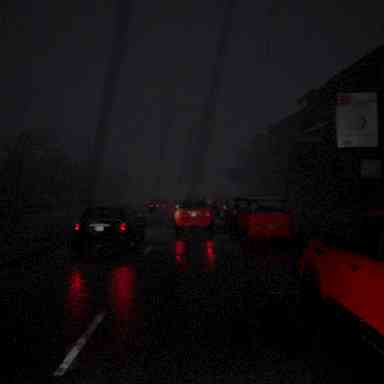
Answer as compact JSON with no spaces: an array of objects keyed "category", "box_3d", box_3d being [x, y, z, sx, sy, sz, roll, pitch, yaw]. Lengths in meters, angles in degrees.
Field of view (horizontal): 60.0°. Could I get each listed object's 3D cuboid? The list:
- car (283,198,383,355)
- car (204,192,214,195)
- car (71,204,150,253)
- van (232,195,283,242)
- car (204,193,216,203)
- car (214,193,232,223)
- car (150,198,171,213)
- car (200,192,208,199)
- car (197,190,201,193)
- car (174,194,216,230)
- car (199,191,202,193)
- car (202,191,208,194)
[{"category":"car","box_3d":[3.222,1.199,4.360,2.435,2.045,5.566,0,0,0]},{"category":"car","box_3d":[3.191,1.152,48.718,1.946,1.575,5.366,0,0,0]},{"category":"car","box_3d":[-3.158,1.262,13.461,2.097,1.767,4.553,0,0,0]},{"category":"van","box_3d":[3.215,1.149,15.623,1.878,1.987,4.442,0,0,0]},{"category":"car","box_3d":[3.184,1.078,59.771,1.946,1.575,5.366,0,0,0]},{"category":"car","box_3d":[3.208,1.177,26.526,2.185,1.767,4.553,0,0,0]},{"category":"car","box_3d":[-3.173,1.325,33.219,2.033,1.411,5.357,0,0,0]},{"category":"car","box_3d":[3.141,0.893,87.520,1.946,1.575,5.366,0,0,0]},{"category":"car","box_3d":[3.150,0.682,81.836,2.435,2.045,5.566,0,0,0]},{"category":"car","box_3d":[0.087,1.219,19.903,2.097,1.767,4.553,0,0,0]},{"category":"car","box_3d":[3.166,1.009,70.628,2.231,1.521,4.892,0,0,0]},{"category":"car","box_3d":[3.190,0.994,54.027,2.185,1.767,4.553,0,0,0]}]
